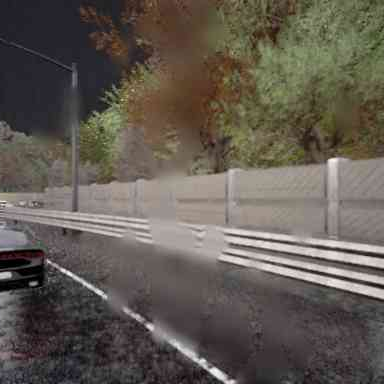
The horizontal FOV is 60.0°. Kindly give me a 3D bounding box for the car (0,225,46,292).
[{"bbox_3d":[-5.385,1.625,8.928,1.882,1.535,5.008,0,-1,-37],"label":"car"}]
